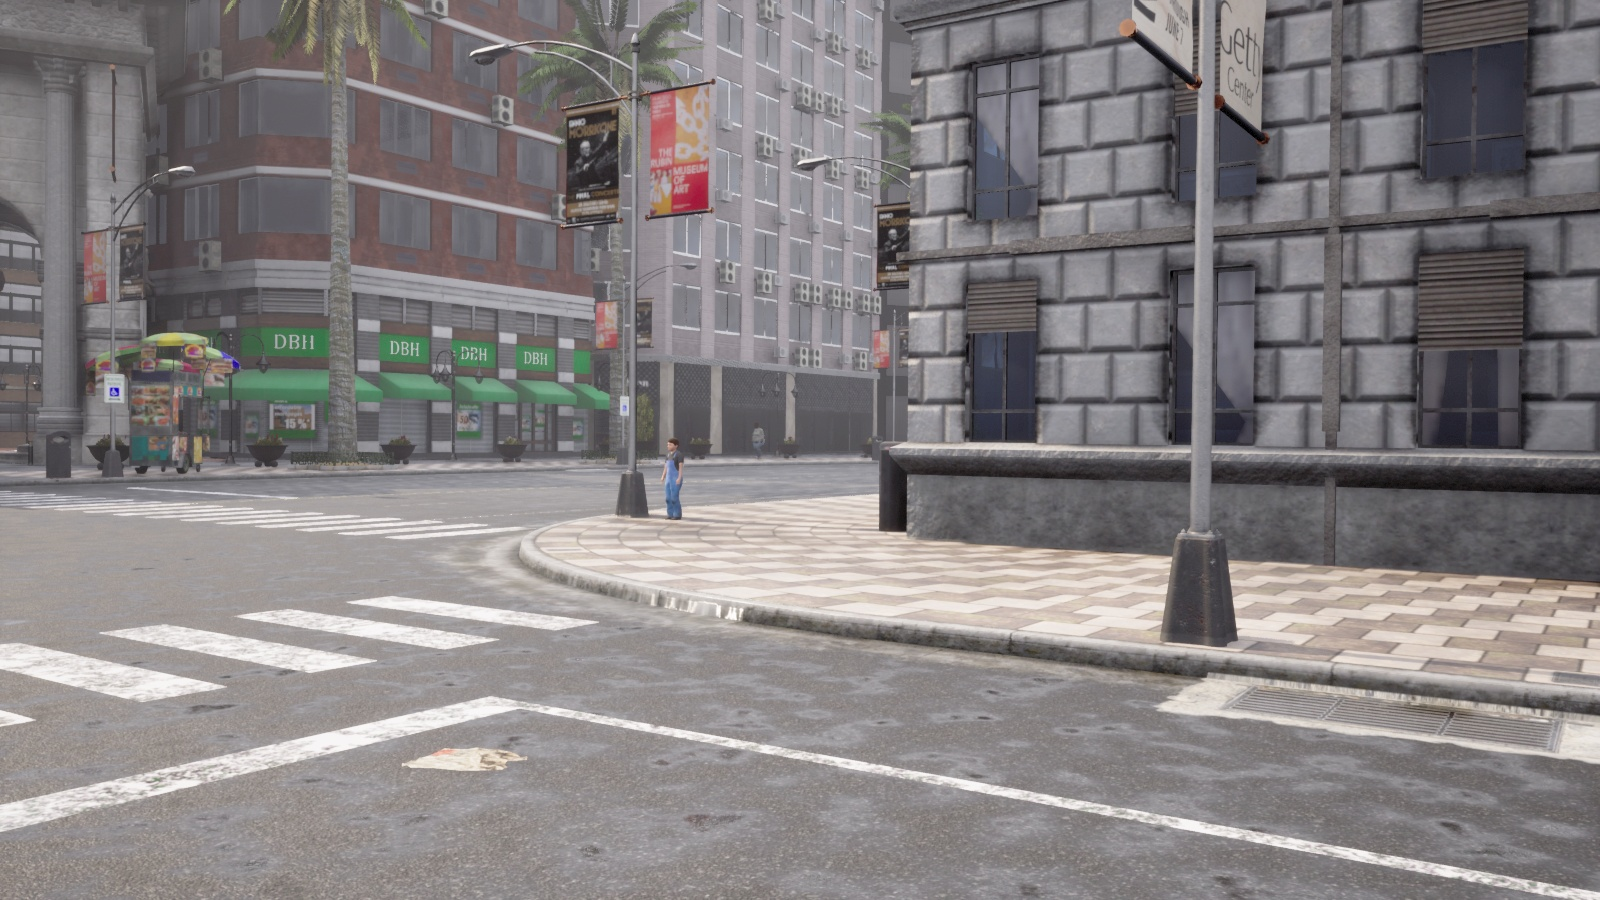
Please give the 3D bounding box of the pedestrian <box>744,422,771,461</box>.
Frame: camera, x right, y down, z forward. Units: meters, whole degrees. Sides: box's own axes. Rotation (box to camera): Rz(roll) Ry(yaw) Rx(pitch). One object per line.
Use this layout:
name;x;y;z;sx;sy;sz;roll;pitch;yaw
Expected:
pedestrian;-2.034;-0.415;60.182;0.874;1.855;0.900;0;1;45

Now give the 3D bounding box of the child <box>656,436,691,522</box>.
child;-1.903;0.427;18.894;0.270;1.263;0.437;0;1;43
